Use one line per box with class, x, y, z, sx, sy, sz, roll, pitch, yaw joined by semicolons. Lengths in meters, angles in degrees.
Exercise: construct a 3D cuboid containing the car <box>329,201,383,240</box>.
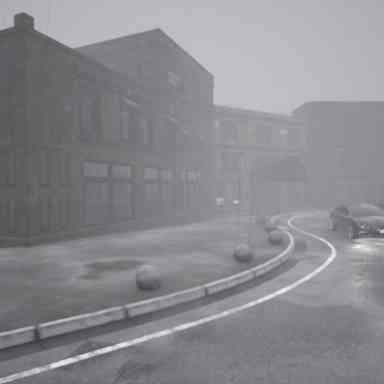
car;7.990;1.318;15.881;1.837;1.490;4.892;-1;1;7
